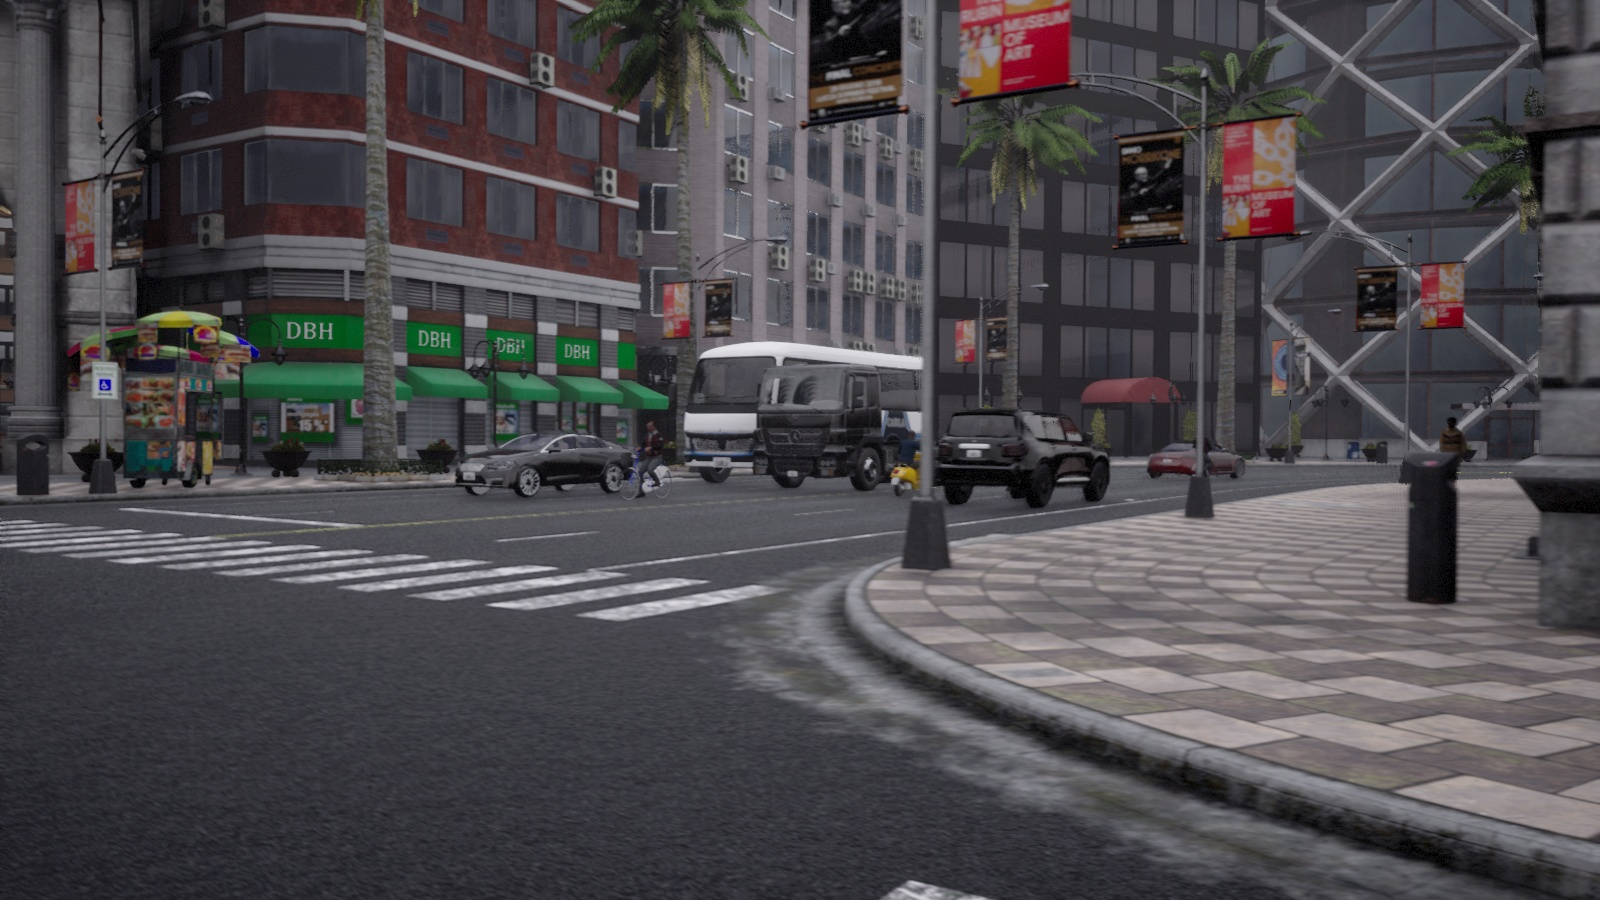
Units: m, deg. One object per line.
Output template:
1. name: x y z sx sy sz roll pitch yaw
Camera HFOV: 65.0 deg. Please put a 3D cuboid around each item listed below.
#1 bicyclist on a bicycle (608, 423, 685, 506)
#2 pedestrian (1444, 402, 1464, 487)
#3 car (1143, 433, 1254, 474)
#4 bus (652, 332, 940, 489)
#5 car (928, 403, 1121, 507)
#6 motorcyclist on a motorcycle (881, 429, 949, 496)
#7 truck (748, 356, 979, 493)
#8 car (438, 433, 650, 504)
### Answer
1. bicyclist on a bicycle: -3.359 0.298 27.664 0.659 1.776 1.843 0 1 33
2. pedestrian: 15.035 -0.121 28.879 0.396 1.930 0.692 0 1 26
3. car: 14.422 0.091 45.339 4.181 1.385 1.994 -1 1 -43
4. bus: 0.241 -1.130 39.403 3.944 4.253 10.273 0 1 34
5. car: 5.066 0.059 27.646 2.150 2.045 5.566 0 1 33
6. motorcyclist on a motorcycle: 2.812 0.281 30.588 0.866 1.590 1.817 0 1 33
7. truck: 2.055 -0.710 35.786 2.891 3.462 7.936 0 1 34
8. car: -5.990 0.382 29.968 2.128 1.511 4.902 0 1 33
